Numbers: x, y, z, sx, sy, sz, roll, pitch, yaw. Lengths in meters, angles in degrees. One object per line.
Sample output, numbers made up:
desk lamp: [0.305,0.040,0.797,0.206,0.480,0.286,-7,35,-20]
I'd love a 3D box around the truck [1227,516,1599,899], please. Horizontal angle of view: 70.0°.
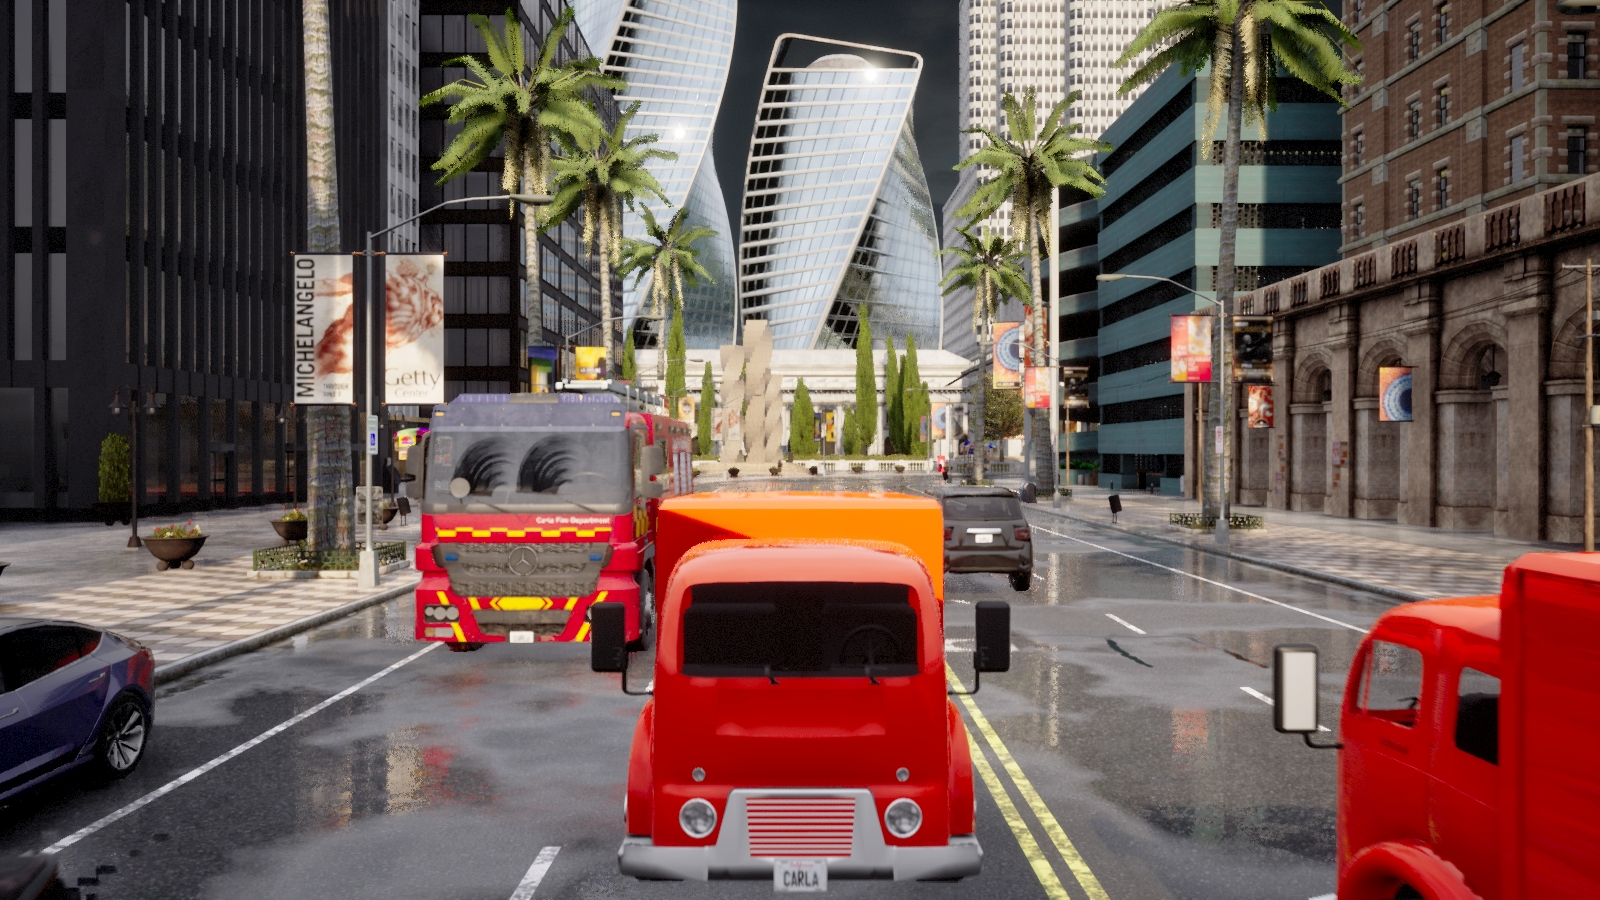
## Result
truck: [3.500,1.570,3.242,2.627,2.467,5.204,0,0,0]

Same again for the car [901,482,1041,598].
car: [3.505,1.788,24.526,2.150,2.045,5.566,0,0,0]

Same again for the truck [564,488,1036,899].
truck: [-0.003,1.582,8.965,2.627,2.467,5.204,0,-1,0]

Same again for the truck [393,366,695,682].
truck: [-3.491,0.897,18.090,2.891,3.827,8.468,0,0,0]
